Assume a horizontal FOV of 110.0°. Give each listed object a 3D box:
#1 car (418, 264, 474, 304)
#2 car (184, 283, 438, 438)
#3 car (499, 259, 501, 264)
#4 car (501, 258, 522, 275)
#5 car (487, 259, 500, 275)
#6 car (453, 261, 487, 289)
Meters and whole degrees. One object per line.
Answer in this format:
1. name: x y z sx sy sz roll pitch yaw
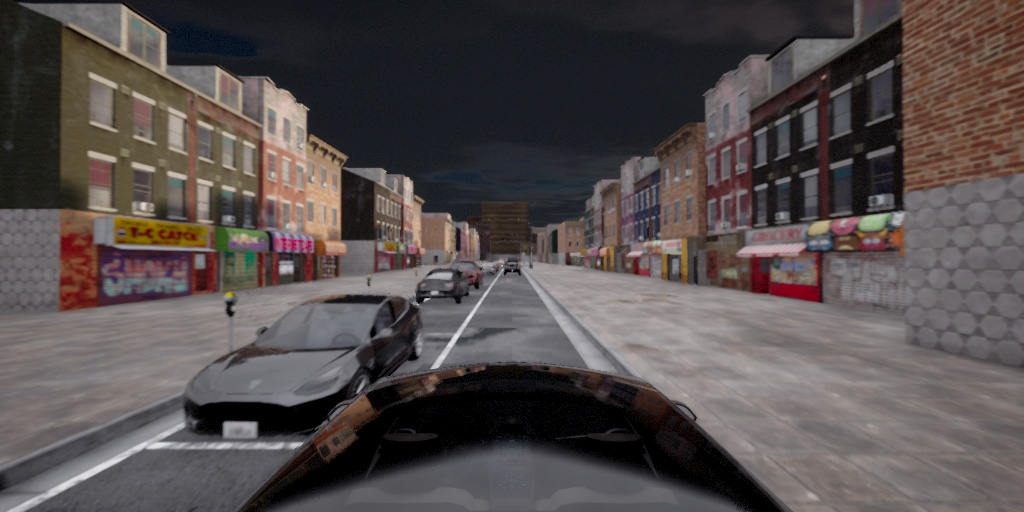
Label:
1. car: -3.027 1.278 16.367 1.812 1.442 4.674 0 0 0
2. car: -2.639 1.315 5.657 1.948 1.339 4.313 0 0 0
3. car: -2.645 1.347 44.113 1.888 1.381 4.507 0 0 0
4. car: 0.052 1.293 39.273 1.837 1.490 4.892 0 -1 0
5. car: -2.644 1.338 38.619 2.007 1.370 4.403 0 0 0
6. car: -2.992 1.112 23.338 2.097 1.767 4.553 0 0 0
